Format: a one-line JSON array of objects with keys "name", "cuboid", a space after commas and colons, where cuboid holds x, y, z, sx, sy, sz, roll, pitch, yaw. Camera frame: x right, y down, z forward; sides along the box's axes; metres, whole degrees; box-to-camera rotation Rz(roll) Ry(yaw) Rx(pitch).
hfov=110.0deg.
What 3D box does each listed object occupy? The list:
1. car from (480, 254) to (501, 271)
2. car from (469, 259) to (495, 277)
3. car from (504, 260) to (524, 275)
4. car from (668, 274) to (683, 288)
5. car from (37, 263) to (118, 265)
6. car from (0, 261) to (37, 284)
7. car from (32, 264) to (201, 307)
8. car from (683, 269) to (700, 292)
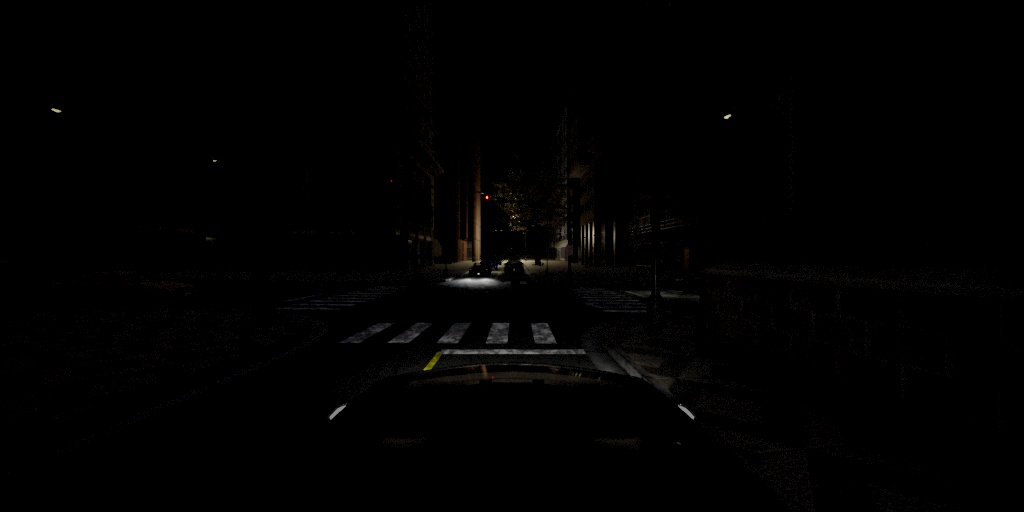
[{"name": "car", "cuboid": [-2.968, 0.810, 47.158, 2.150, 2.045, 5.566, 0, 0, -1]}, {"name": "car", "cuboid": [-2.997, 1.275, 34.437, 1.895, 1.301, 4.718, 0, 0, 0]}, {"name": "car", "cuboid": [0.210, 1.136, 37.054, 1.882, 1.535, 5.008, 0, 0, 0]}, {"name": "car", "cuboid": [11.988, 1.381, 22.148, 4.403, 1.370, 2.007, 0, 0, 1]}, {"name": "car", "cuboid": [-26.245, 1.065, 22.494, 4.313, 1.339, 1.948, 0, 0, 1]}, {"name": "car", "cuboid": [-31.863, 0.974, 22.545, 4.507, 1.381, 1.888, 0, 0, 1]}, {"name": "car", "cuboid": [-14.902, 1.146, 13.866, 4.829, 1.417, 1.751, 0, 0, 1]}, {"name": "car", "cuboid": [12.415, 1.311, 19.481, 5.008, 1.535, 1.882, 0, 0, 1]}]
